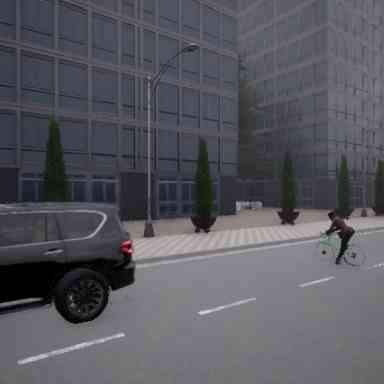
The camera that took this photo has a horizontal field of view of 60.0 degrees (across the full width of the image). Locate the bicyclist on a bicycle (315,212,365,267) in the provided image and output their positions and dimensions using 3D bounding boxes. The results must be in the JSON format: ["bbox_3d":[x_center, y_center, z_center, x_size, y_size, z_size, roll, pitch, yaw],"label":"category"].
[{"bbox_3d":[4.510,1.455,10.274,0.582,1.620,1.656,0,-2,-36],"label":"bicyclist on a bicycle"}]

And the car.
[{"bbox_3d":[-3.682,1.221,5.633,5.566,2.045,2.150,0,0,-36],"label":"car"}]
